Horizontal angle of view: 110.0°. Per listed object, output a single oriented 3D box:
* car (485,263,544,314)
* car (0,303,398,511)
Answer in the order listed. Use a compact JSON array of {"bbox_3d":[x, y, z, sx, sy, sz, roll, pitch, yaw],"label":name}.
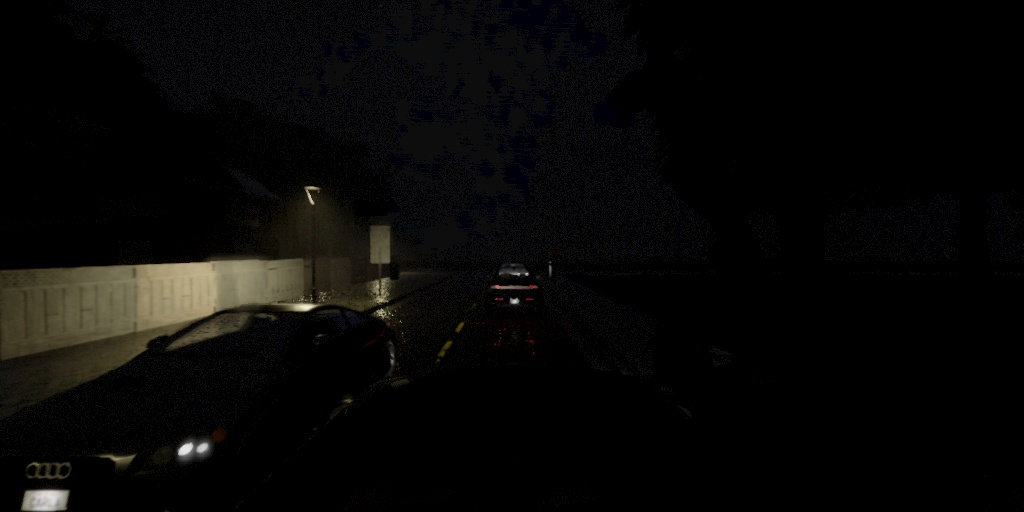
[{"bbox_3d":[0.069,1.111,13.034,2.128,1.511,4.902,0,1,0],"label":"car"},{"bbox_3d":[-2.849,1.285,4.178,1.994,1.385,4.181,0,1,0],"label":"car"}]
